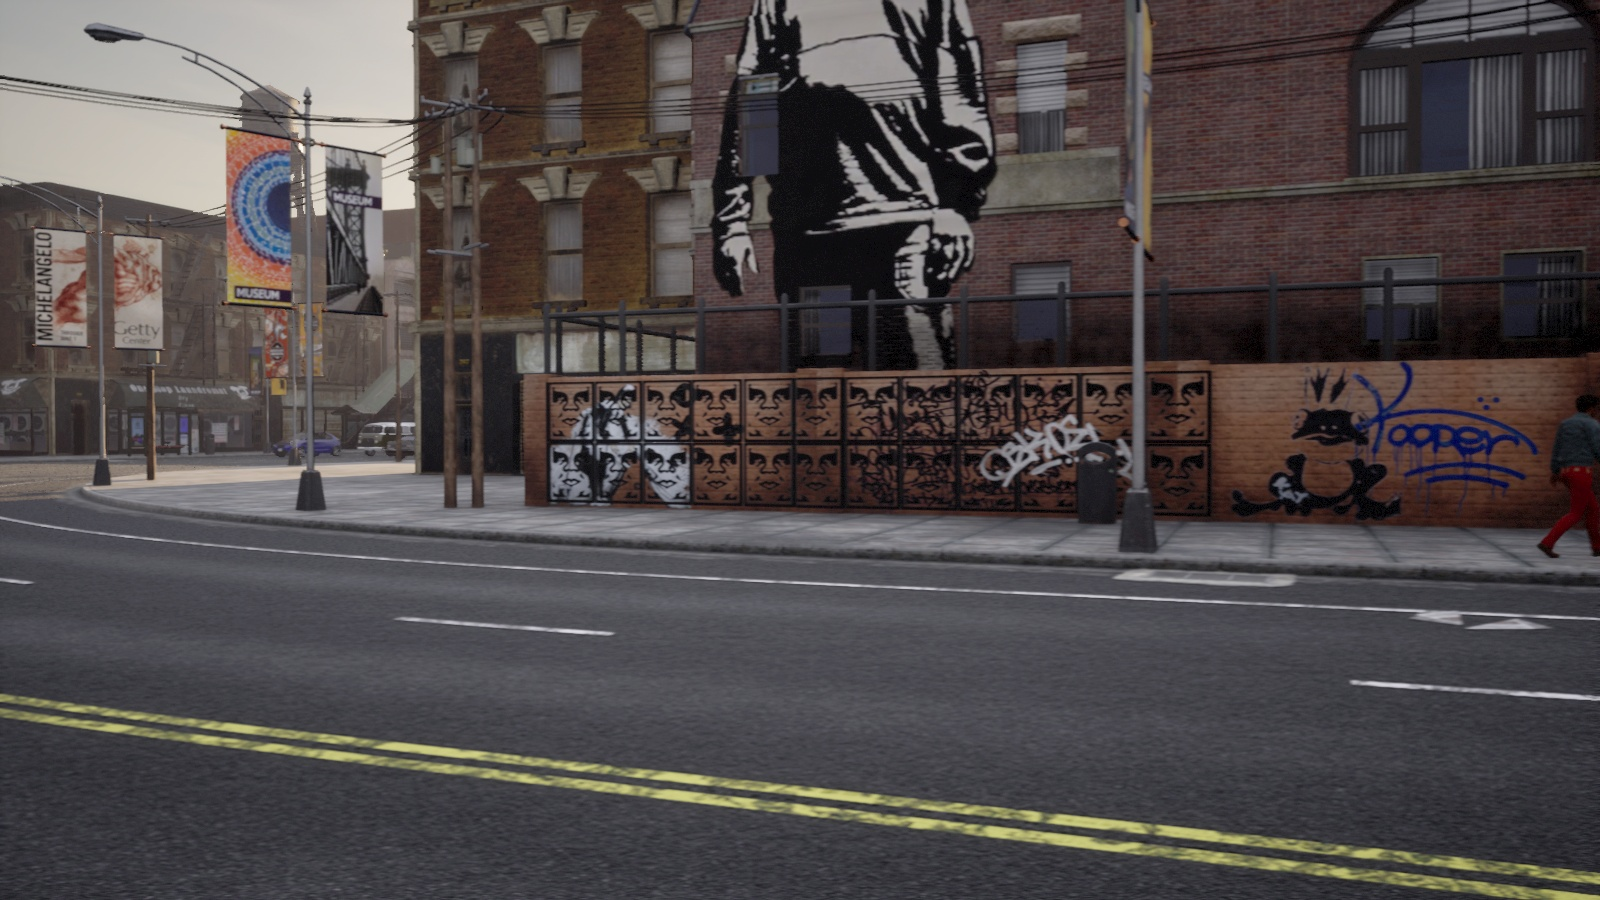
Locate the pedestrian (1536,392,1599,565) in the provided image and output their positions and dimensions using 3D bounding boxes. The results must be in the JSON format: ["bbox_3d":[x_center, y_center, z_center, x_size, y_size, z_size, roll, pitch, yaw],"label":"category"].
[{"bbox_3d":[8.391,0.298,13.592,0.614,1.847,0.353,0,1,0],"label":"pedestrian"}]

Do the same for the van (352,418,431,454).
[{"bbox_3d":[-24.281,-0.825,74.758,2.069,2.038,4.480,1,1,23],"label":"van"}]

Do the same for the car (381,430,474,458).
[{"bbox_3d":[-19.772,-0.350,66.929,2.033,1.411,5.357,1,1,20],"label":"car"}]

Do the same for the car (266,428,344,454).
[{"bbox_3d":[-28.719,-0.532,73.011,1.816,1.474,4.193,1,1,22],"label":"car"}]
